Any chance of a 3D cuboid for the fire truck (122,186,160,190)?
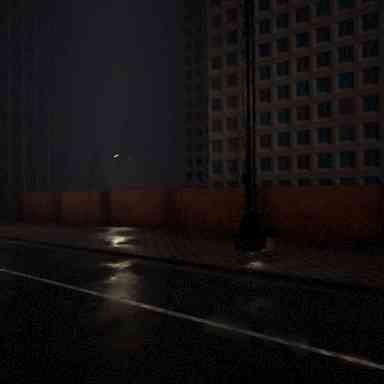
[{"bbox_3d":[-9.080,0.839,61.204,2.891,3.827,8.468,-1,0,35],"label":"fire truck"}]
